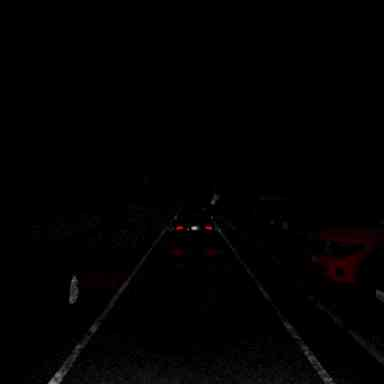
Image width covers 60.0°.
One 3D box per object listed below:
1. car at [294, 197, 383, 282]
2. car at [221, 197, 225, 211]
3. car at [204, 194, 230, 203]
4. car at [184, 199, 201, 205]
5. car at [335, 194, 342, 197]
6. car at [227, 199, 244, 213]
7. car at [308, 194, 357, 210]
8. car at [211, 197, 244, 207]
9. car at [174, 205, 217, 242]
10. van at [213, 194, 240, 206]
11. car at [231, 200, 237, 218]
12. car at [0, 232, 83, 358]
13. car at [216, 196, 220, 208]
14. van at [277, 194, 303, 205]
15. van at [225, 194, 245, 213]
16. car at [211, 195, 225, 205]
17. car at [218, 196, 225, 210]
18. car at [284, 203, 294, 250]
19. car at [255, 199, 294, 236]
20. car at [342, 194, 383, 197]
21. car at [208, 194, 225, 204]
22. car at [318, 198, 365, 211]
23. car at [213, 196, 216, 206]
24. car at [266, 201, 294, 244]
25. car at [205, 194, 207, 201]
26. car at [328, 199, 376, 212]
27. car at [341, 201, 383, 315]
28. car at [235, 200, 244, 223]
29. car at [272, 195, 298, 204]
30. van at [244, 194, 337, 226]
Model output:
[{"bbox_3d":[5.638,1.238,7.881,5.566,2.045,2.435,0,0,0],"label":"car"},{"bbox_3d":[5.661,1.546,33.110,4.792,1.488,2.163,0,0,0],"label":"car"},{"bbox_3d":[5.623,1.446,75.156,5.566,2.045,2.435,0,0,0],"label":"car"},{"bbox_3d":[0.100,1.553,40.810,2.128,1.511,4.902,0,0,0],"label":"car"},{"bbox_3d":[18.678,1.270,36.156,5.566,2.045,2.435,0,0,0],"label":"car"},{"bbox_3d":[5.611,1.540,27.504,4.792,1.488,2.163,0,0,0],"label":"car"},{"bbox_3d":[18.668,1.290,44.511,5.566,2.045,2.435,0,0,0],"label":"car"},{"bbox_3d":[5.600,1.573,52.730,5.008,1.535,2.097,0,0,0],"label":"car"},{"bbox_3d":[0.100,1.571,16.414,2.033,1.411,5.357,0,0,0],"label":"car"},{"bbox_3d":[5.718,1.359,55.535,4.442,1.987,1.878,0,0,0],"label":"van"},{"bbox_3d":[5.614,1.537,24.700,4.792,1.488,2.163,0,0,0],"label":"car"},{"bbox_3d":[-3.250,1.486,5.067,1.882,1.535,5.008,0,0,0],"label":"car"},{"bbox_3d":[5.619,1.524,38.714,5.008,1.535,2.097,0,0,0],"label":"car"},{"bbox_3d":[18.790,1.396,64.008,4.442,1.987,1.878,0,0,0],"label":"van"},{"bbox_3d":[5.519,1.288,30.307,4.442,1.987,1.878,0,0,0],"label":"van"},{"bbox_3d":[5.608,1.550,47.119,4.892,1.521,2.231,0,0,0],"label":"car"},{"bbox_3d":[5.814,1.517,35.914,5.366,1.575,1.946,0,0,0],"label":"car"},{"bbox_3d":[5.632,1.367,10.684,4.553,1.767,2.185,0,0,0],"label":"car"},{"bbox_3d":[5.686,1.373,16.291,4.553,1.767,2.185,0,0,0],"label":"car"},{"bbox_3d":[18.683,1.267,33.494,5.566,2.045,2.435,0,0,0],"label":"car"},{"bbox_3d":[5.637,1.310,49.927,5.566,2.045,2.435,0,0,0],"label":"car"},{"bbox_3d":[18.694,1.533,41.724,5.008,1.535,2.097,0,0,0],"label":"car"},{"bbox_3d":[5.587,1.569,44.321,4.792,1.488,2.163,0,0,0],"label":"car"},{"bbox_3d":[5.628,1.370,13.488,4.553,1.767,2.185,0,0,0],"label":"car"},{"bbox_3d":[5.622,1.386,66.746,5.566,2.045,2.435,0,0,0],"label":"car"},{"bbox_3d":[18.701,1.566,39.063,4.674,1.452,2.002,0,0,0],"label":"car"},{"bbox_3d":[5.642,1.235,5.078,5.566,2.045,2.435,0,0,0],"label":"car"},{"bbox_3d":[5.642,1.505,21.897,5.008,1.535,2.097,0,0,0],"label":"car"},{"bbox_3d":[18.642,1.512,66.788,4.553,1.767,2.185,0,0,0],"label":"car"},{"bbox_3d":[5.535,1.276,19.094,4.442,1.987,1.878,0,0,0],"label":"van"}]
